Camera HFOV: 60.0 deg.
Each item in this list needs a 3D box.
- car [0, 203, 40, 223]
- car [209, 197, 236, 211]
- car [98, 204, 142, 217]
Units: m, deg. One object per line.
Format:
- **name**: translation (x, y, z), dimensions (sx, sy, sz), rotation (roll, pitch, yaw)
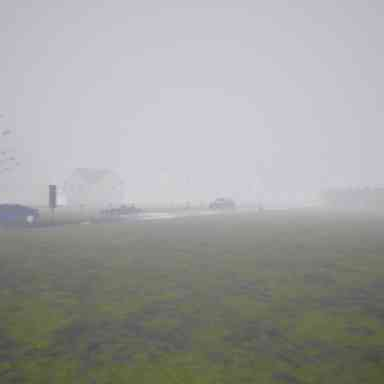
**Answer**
- **car**: translation (-14.339, 1.656, 25.601), dimensions (1.882, 1.535, 5.008), rotation (1, 0, 35)
- **car**: translation (4.893, 1.849, 52.649), dimensions (2.150, 2.045, 5.566), rotation (1, -1, 36)
- **car**: translation (-7.546, 1.941, 35.204), dimensions (1.895, 1.301, 4.718), rotation (1, 0, 35)
